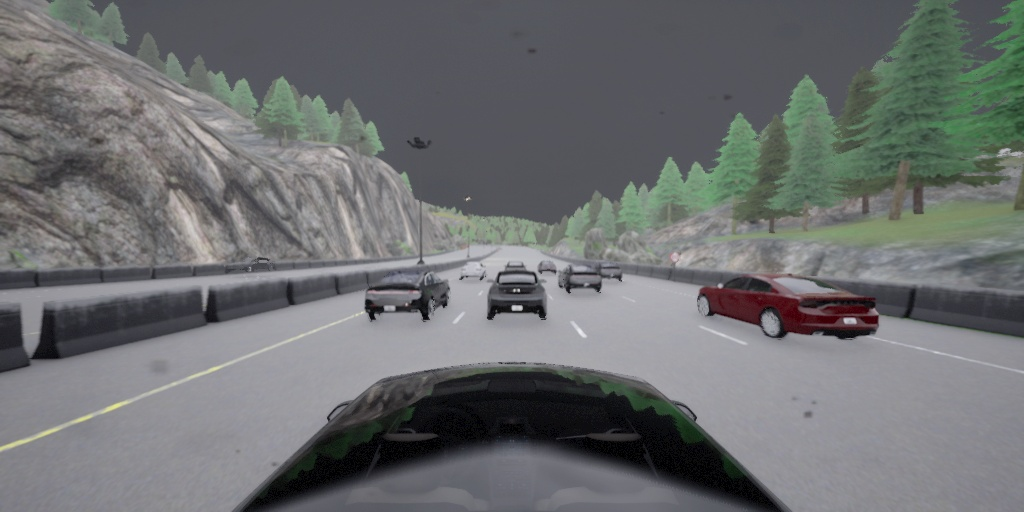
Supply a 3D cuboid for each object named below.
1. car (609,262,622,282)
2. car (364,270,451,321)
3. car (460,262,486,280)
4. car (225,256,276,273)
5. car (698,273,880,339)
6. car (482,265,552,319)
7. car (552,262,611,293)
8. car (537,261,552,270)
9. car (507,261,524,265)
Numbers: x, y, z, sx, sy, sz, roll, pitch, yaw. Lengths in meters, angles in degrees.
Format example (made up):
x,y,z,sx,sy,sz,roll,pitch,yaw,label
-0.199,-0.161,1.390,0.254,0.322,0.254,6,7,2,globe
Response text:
x,y,z,sx,sy,sz,roll,pitch,yaw,label
7.263,1.196,28.362,2.128,1.511,4.902,0,0,0,car
-3.339,1.218,12.271,2.128,1.511,4.902,0,0,0,car
-3.225,1.217,30.350,1.812,1.442,4.674,0,0,0,car
-24.305,0.782,33.532,1.837,1.490,4.892,0,0,0,car
7.147,1.218,10.037,1.882,1.535,5.008,0,0,0,car
0.163,1.234,12.632,1.837,1.490,4.892,0,0,0,car
3.711,1.210,20.193,2.128,1.511,4.902,0,0,0,car
3.836,1.218,39.919,2.033,1.411,5.357,0,0,0,car
0.279,1.185,30.992,2.128,1.511,4.902,0,0,0,car
